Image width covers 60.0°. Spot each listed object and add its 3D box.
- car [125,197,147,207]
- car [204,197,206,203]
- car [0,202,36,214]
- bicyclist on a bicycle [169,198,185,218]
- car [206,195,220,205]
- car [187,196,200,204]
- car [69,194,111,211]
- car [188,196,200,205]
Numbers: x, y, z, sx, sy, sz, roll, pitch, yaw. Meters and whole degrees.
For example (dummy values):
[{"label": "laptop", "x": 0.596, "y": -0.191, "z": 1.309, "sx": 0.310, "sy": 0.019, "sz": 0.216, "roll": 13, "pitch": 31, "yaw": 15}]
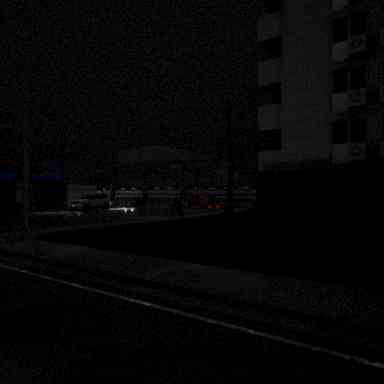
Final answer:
[{"label": "car", "x": -8.434, "y": 1.503, "z": 50.034, "sx": 2.128, "sy": 1.511, "sz": 4.902, "roll": 0, "pitch": 0, "yaw": 15}, {"label": "car", "x": 3.845, "y": 1.363, "z": 67.366, "sx": 2.097, "sy": 1.767, "sz": 4.553, "roll": 0, "pitch": 0, "yaw": -8}, {"label": "car", "x": -17.962, "y": 1.612, "z": 32.504, "sx": 1.895, "sy": 1.301, "sz": 4.718, "roll": 0, "pitch": 0, "yaw": 35}, {"label": "bicyclist on a bicycle", "x": -1.244, "y": 1.306, "z": 27.339, "sx": 1.656, "sy": 1.620, "sz": 0.582, "roll": 0, "pitch": 0, "yaw": 36}, {"label": "car", "x": 3.833, "y": 1.536, "z": 58.509, "sx": 1.812, "sy": 1.442, "sz": 4.674, "roll": 0, "pitch": 0, "yaw": 4}, {"label": "car", "x": 0.302, "y": 1.576, "z": 67.510, "sx": 1.994, "sy": 1.385, "sz": 4.181, "roll": 0, "pitch": 0, "yaw": -8}, {"label": "car", "x": -12.379, "y": 1.232, "z": 40.757, "sx": 2.150, "sy": 2.045, "sz": 5.566, "roll": 0, "pitch": 0, "yaw": 29}, {"label": "car", "x": 0.360, "y": 1.575, "z": 59.099, "sx": 1.994, "sy": 1.385, "sz": 4.181, "roll": 0, "pitch": 0, "yaw": 4}]
